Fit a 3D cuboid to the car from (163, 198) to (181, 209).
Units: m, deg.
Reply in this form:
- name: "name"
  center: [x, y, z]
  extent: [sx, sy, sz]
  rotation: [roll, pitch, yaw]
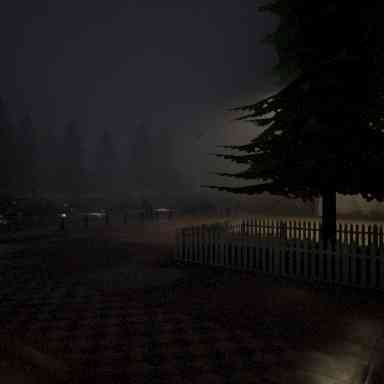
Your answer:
- name: "car"
  center: [-1.650, 1.547, 45.645]
  extent: [2.033, 1.411, 5.357]
  rotation: [0, 0, 36]

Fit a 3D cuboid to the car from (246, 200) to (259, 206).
- name: "car"
  center: [10.924, 1.564, 56.952]
  extent: [1.994, 1.385, 4.181]
  rotation: [0, 0, 35]

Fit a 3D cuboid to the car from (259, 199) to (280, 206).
- name: "car"
  center: [13.407, 1.547, 54.406]
  extent: [2.033, 1.411, 5.357]
  rotation: [0, 0, 35]

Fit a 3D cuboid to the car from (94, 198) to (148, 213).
- name: "car"
  center: [-7.817, 1.547, 37.015]
  extent: [2.033, 1.411, 5.357]
  rotation: [0, 0, 35]

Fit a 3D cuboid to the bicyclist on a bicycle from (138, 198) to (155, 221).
- name: "bicyclist on a bicycle"
  center: [-3.355, 1.302, 24.352]
  extent: [1.656, 1.620, 0.582]
  rotation: [0, 0, 35]

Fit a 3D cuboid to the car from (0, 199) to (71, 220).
- name: "car"
  center: [-13.661, 1.547, 28.817]
  extent: [2.033, 1.411, 5.357]
  rotation: [0, 0, 35]

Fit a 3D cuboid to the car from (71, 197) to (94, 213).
- name: "car"
  center: [-12.549, 1.352, 36.406]
  extent: [2.097, 1.767, 4.553]
  rotation: [0, 0, 36]

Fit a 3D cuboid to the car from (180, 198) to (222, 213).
- name: "car"
  center: [1.100, 1.525, 37.152]
  extent: [1.812, 1.442, 4.674]
  rotation: [0, 0, 35]

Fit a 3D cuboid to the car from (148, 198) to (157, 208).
- name: "car"
  center: [-6.605, 1.526, 44.741]
  extent: [1.812, 1.442, 4.674]
  rotation: [0, 0, 36]

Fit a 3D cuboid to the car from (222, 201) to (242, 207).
- name: "car"
  center: [5.725, 1.504, 49.659]
  extent: [1.837, 1.490, 4.892]
  rotation: [0, 0, 36]

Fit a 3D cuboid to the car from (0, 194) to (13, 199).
- name: "car"
  center: [-18.148, 1.222, 28.551]
  extent: [2.150, 2.045, 5.566]
  rotation: [0, 0, 35]
